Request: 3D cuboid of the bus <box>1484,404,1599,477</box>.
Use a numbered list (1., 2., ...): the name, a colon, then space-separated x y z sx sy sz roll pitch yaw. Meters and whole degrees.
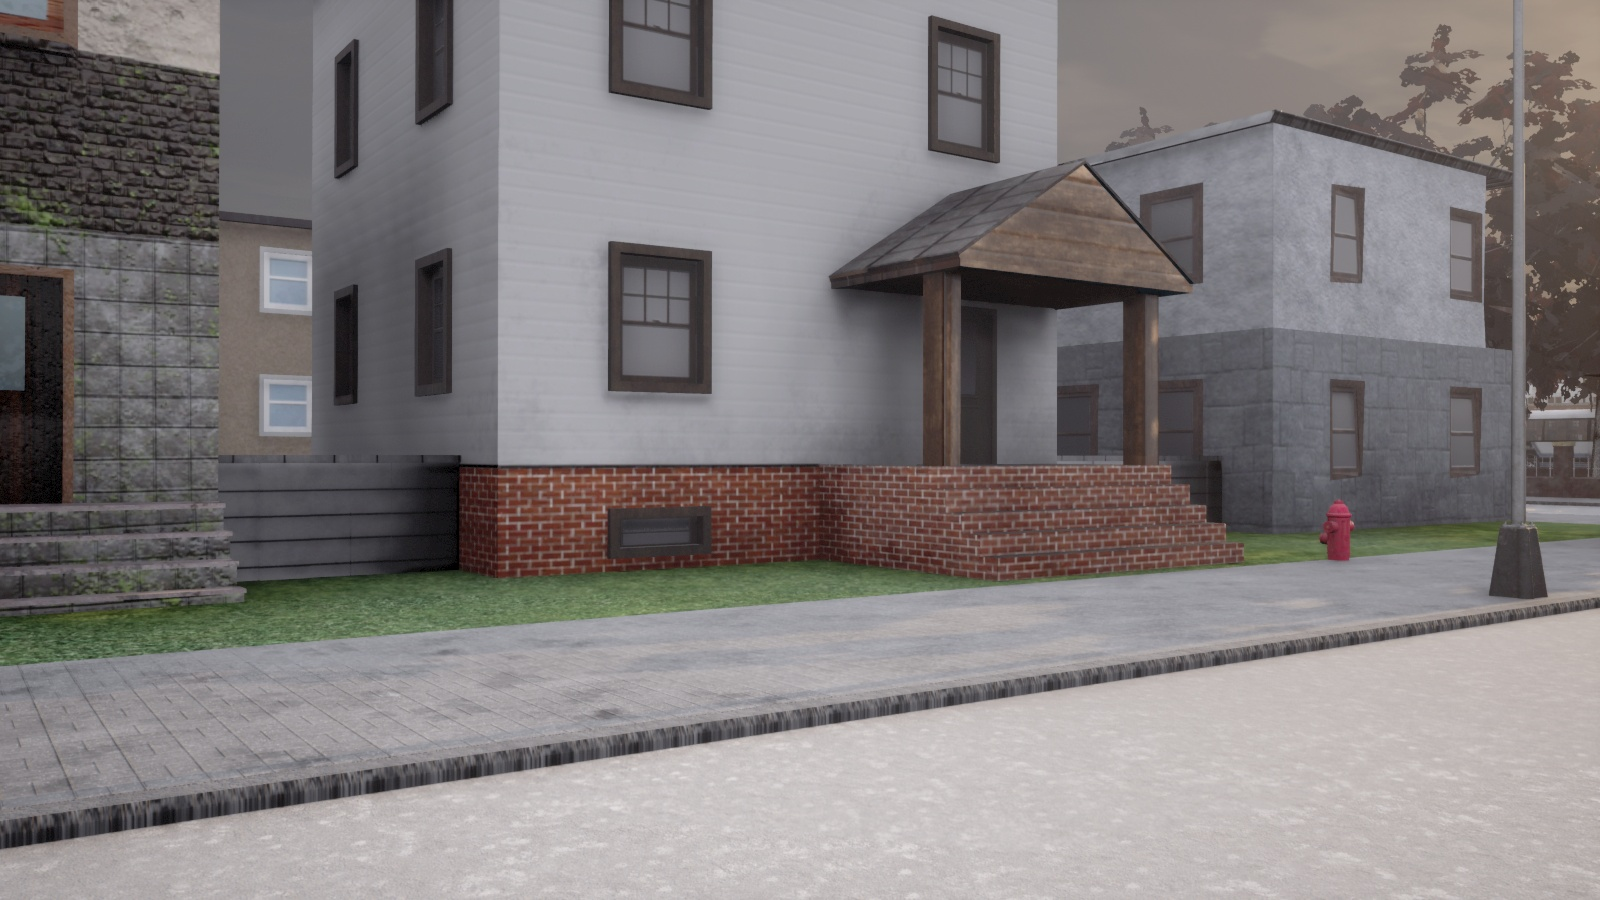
1. bus: 47.707 -0.547 76.169 3.944 4.253 10.273 0 0 -34
